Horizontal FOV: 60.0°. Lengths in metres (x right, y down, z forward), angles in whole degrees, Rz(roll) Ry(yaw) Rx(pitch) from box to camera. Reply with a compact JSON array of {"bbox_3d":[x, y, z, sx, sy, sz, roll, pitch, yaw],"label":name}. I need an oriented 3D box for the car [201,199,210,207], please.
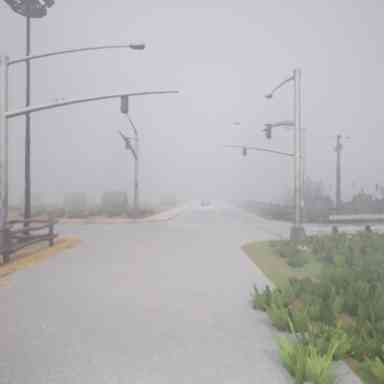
[{"bbox_3d":[2.608,2.042,63.966,2.128,1.511,4.902,0,-1,3],"label":"car"}]
